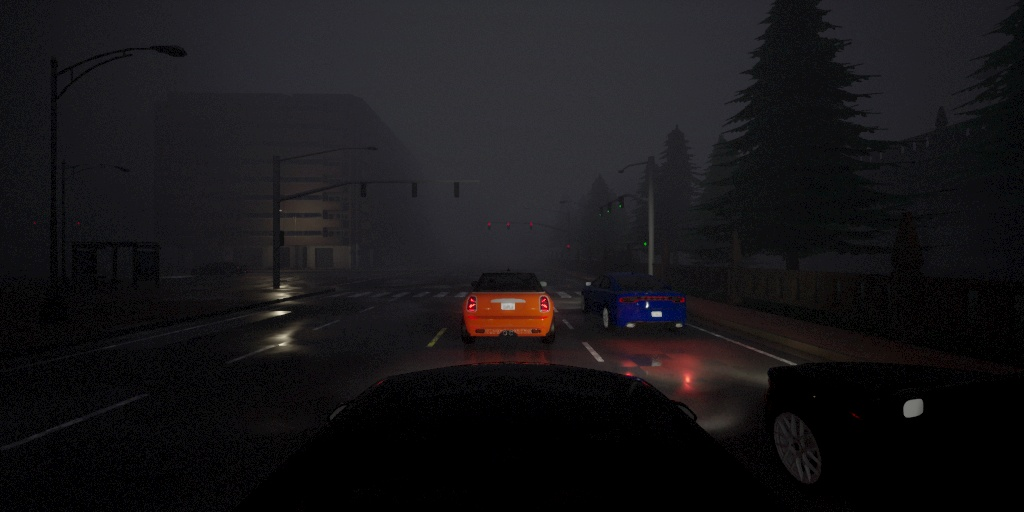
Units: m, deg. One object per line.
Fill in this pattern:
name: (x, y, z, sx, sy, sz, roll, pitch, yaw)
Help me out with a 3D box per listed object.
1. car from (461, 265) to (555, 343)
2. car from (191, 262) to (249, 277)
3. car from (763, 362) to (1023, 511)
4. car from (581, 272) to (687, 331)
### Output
car: (-0.081, 1.102, 9.825, 2.097, 1.767, 4.553, 0, 0, 0)
car: (-28.984, 1.310, 35.632, 4.892, 1.490, 1.837, 0, 0, -1)
car: (3.288, 1.228, 1.443, 1.882, 1.535, 5.008, 0, 0, 3)
car: (3.419, 1.228, 10.969, 1.882, 1.535, 5.008, 0, 0, 0)
